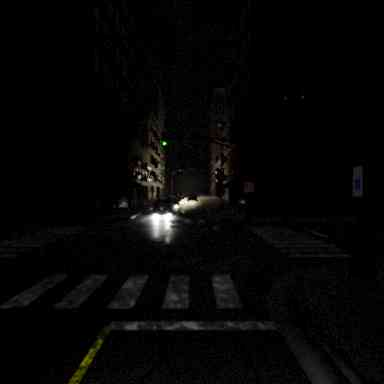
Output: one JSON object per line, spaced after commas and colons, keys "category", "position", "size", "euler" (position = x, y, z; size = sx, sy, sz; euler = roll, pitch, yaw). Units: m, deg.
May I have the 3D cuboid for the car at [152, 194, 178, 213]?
{"category": "car", "position": [-2.819, 1.250, 33.238], "size": [2.128, 1.511, 4.902], "euler": [0, 0, 0]}

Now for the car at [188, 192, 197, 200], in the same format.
{"category": "car", "position": [0.055, 0.854, 71.312], "size": [1.837, 1.490, 4.892], "euler": [0, 0, 0]}

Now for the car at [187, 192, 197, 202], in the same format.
{"category": "car", "position": [0.047, 1.063, 60.893], "size": [1.837, 1.490, 4.892], "euler": [0, 0, 0]}

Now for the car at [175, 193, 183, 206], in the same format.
{"category": "car", "position": [-2.790, 1.217, 47.842], "size": [1.994, 1.385, 4.181], "euler": [0, 0, 0]}

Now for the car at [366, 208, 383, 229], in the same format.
{"category": "car", "position": [12.294, 1.435, 19.835], "size": [4.403, 1.369, 2.008], "euler": [0, 0, 0]}
